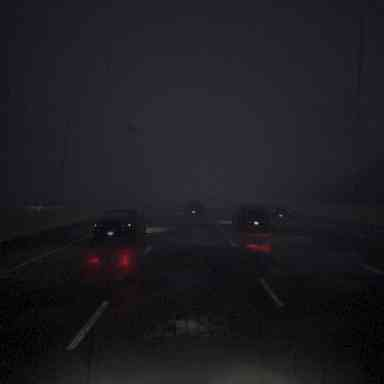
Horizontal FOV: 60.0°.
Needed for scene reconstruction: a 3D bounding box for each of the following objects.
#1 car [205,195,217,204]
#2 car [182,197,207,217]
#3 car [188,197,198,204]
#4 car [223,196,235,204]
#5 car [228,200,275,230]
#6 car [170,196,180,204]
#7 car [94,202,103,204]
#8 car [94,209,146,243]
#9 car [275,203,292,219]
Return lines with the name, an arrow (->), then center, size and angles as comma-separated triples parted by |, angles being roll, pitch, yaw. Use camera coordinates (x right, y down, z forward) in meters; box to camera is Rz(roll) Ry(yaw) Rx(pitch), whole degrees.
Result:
car -> 3.687, 1.358, 65.143 | 2.097, 1.767, 4.553 | 0, 0, 0
car -> 0.142, 1.507, 31.677 | 1.837, 1.490, 4.892 | 0, 0, 0
car -> 0.191, 1.609, 65.390 | 1.895, 1.301, 4.718 | 0, 0, 0
car -> 7.187, 1.481, 64.967 | 1.882, 1.535, 5.008 | 0, 0, 0
car -> 3.624, 1.504, 21.162 | 1.837, 1.490, 4.892 | 0, 0, 0
car -> -3.312, 1.515, 65.244 | 1.837, 1.490, 4.892 | 0, 0, 0
car -> -17.431, 1.537, 59.899 | 1.812, 1.442, 4.674 | 0, 0, 0
car -> -3.379, 1.531, 16.100 | 1.812, 1.442, 4.674 | 0, 0, 0
car -> 7.133, 1.599, 28.900 | 1.895, 1.301, 4.718 | 0, 0, 0
